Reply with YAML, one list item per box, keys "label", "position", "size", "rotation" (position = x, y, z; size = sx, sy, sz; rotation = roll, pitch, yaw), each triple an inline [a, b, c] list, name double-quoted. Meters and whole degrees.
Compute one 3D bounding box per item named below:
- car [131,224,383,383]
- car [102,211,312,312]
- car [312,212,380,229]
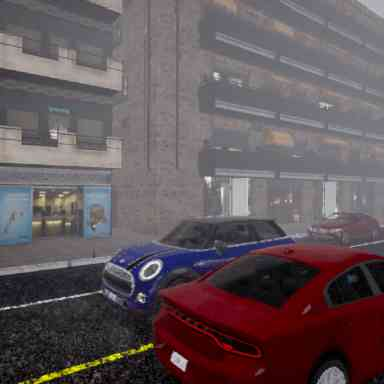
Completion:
- label: "car"
  position: [1.887, 1.478, 4.655]
  size: [5.008, 1.535, 1.882]
  rotation: [0, 0, -36]
- label: "car"
  position: [0.352, 1.352, 7.493]
  size: [4.553, 1.767, 2.097]
  rotation: [0, 0, -36]
- label: "car"
  position: [7.172, 1.583, 15.538]
  size: [4.206, 1.307, 1.802]
  rotation: [0, 0, -35]
